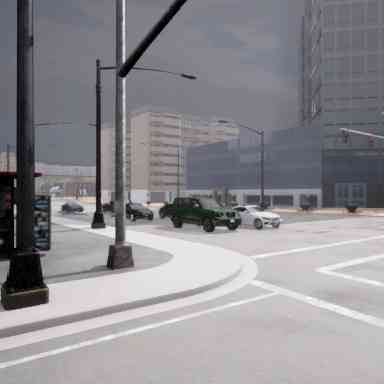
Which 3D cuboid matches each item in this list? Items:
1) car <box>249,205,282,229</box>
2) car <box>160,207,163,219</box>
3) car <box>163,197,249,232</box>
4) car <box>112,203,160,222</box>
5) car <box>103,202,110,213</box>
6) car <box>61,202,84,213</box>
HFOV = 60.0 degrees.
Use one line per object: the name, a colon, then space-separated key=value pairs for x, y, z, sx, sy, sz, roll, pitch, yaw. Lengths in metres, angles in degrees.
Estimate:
car: x=3.961 y=1.635 z=22.735 sx=1.812 sy=1.442 sz=4.674 roll=0 pitch=-1 yaw=-35
car: x=-1.340 y=1.740 z=30.122 sx=1.812 sy=1.442 sz=4.674 roll=0 pitch=-1 yaw=-36
car: x=0.693 y=1.335 z=21.304 sx=2.150 sy=2.045 sz=5.566 roll=0 pitch=-1 yaw=-36
car: x=-5.114 y=1.740 z=29.302 sx=1.837 sy=1.490 sz=4.892 roll=0 pitch=-1 yaw=-36
car: x=-9.486 y=1.904 z=41.305 sx=2.128 sy=1.511 sz=4.902 roll=0 pitch=-1 yaw=-36
car: x=-16.054 y=2.056 z=44.450 sx=2.033 sy=1.411 sz=5.357 roll=0 pitch=-1 yaw=-35
